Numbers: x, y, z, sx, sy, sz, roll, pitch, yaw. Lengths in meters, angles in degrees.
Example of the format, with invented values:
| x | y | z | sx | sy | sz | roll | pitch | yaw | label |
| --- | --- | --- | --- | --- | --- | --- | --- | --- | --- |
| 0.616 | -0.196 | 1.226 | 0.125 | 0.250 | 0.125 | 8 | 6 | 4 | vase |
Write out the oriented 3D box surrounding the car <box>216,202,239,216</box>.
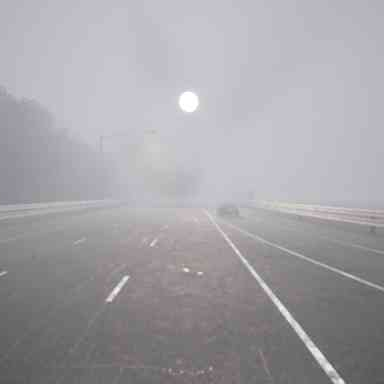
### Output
| x | y | z | sx | sy | sz | roll | pitch | yaw | label |
| --- | --- | --- | --- | --- | --- | --- | --- | --- | --- |
| 3.752 | 1.786 | 35.417 | 1.994 | 1.385 | 4.181 | 0 | -1 | -3 | car |
